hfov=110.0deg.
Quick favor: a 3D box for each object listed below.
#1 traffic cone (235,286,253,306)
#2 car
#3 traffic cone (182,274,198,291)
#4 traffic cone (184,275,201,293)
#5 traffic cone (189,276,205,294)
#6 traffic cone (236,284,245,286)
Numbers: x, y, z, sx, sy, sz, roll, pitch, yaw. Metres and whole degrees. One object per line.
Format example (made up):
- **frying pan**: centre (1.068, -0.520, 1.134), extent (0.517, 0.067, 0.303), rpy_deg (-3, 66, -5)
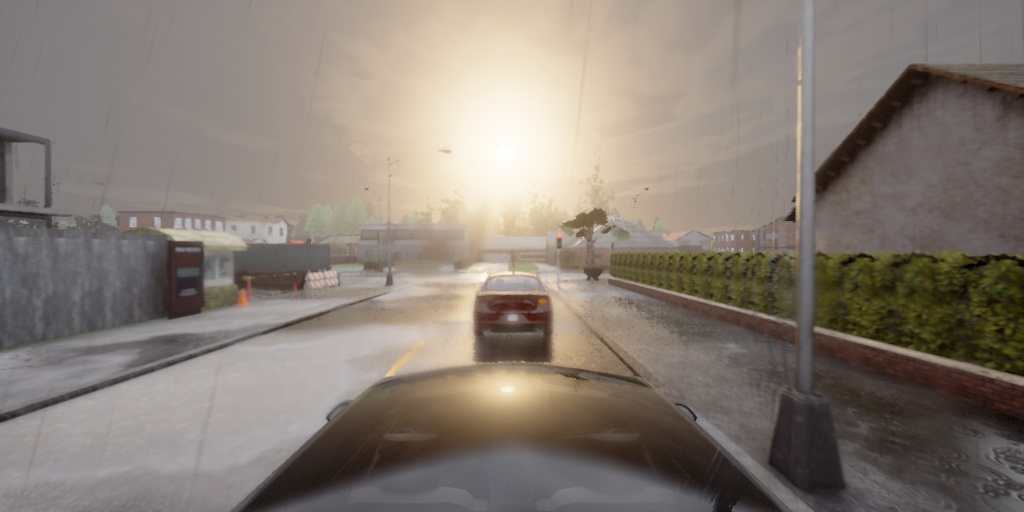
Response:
- **traffic cone**: centre (-9.665, 1.480, 12.896), extent (0.344, 0.586, 0.344), rpy_deg (0, 0, 0)
- **car**: centre (0.047, 1.139, 10.087), extent (1.882, 1.535, 5.008), rpy_deg (0, 1, 1)
- **traffic cone**: centre (-16.875, 1.402, 18.827), extent (0.344, 0.586, 0.344), rpy_deg (0, 0, 0)
- **traffic cone**: centre (-15.835, 1.388, 17.827), extent (0.344, 0.586, 0.344), rpy_deg (0, 0, 0)
- **traffic cone**: centre (-15.266, 1.395, 17.465), extent (0.344, 0.586, 0.344), rpy_deg (0, 0, 0)
- **traffic cone**: centre (-10.384, 1.445, 13.417), extent (0.344, 0.586, 0.344), rpy_deg (0, 0, 0)
